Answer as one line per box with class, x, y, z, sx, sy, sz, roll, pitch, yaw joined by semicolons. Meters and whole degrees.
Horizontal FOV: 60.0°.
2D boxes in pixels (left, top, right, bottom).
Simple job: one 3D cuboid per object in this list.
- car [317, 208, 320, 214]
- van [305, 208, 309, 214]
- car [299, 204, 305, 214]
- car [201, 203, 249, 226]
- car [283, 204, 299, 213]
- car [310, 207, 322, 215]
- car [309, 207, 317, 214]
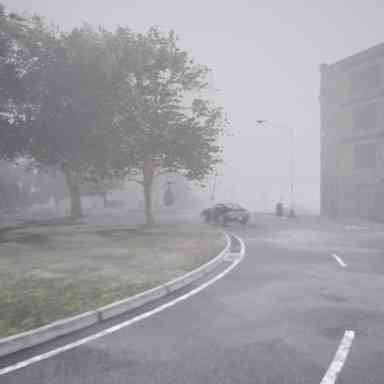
car;29.154;4.514;80.408;2.185;1.767;4.553;0;-4;28
van;21.350;3.400;65.853;1.878;1.987;4.442;0;-4;28
car;18.697;3.311;60.902;2.163;1.488;4.792;0;-4;28
car;2.263;1.533;23.914;2.128;1.511;4.902;0;0;-21
car;16.119;2.986;56.059;2.002;1.452;4.674;2;-3;28
car;31.761;4.853;85.269;2.185;1.767;4.553;0;-4;28
car;26.499;4.335;75.454;2.002;1.452;4.674;0;-4;28
